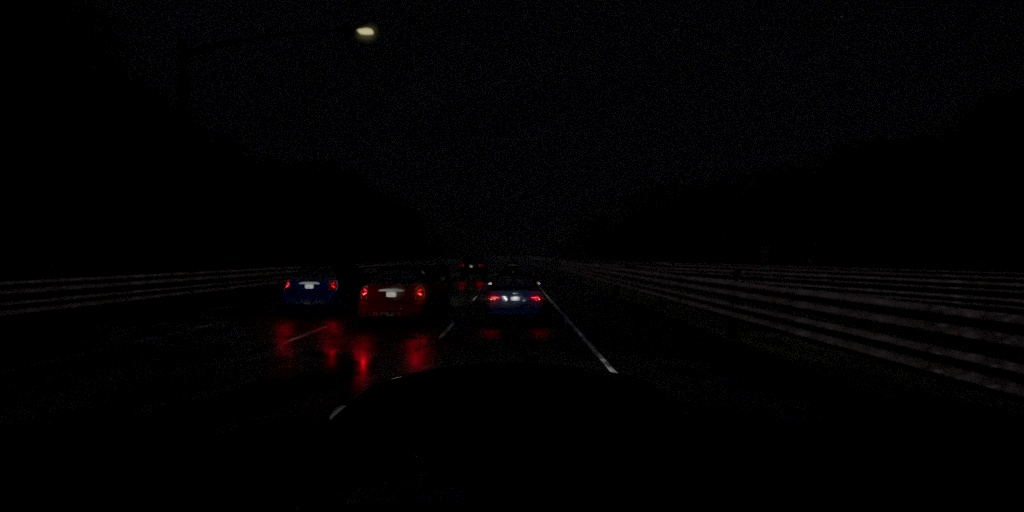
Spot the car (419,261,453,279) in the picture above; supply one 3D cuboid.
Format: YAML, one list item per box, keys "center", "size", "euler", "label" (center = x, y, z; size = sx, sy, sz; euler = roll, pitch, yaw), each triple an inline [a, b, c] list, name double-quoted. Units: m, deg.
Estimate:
- center: [-6.902, 1.246, 33.261]
  size: [2.128, 1.511, 4.902]
  euler: [0, 0, 0]
  label: "car"

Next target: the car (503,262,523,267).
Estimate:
- center: [0.097, 1.281, 34.436]
  size: [1.812, 1.442, 4.674]
  euler: [0, 0, 0]
  label: "car"

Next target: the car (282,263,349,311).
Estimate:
- center: [-6.896, 1.078, 14.329]
  size: [2.097, 1.767, 4.553]
  euler: [1, 0, 0]
  label: "car"

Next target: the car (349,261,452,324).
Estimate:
- center: [-3.394, 1.094, 12.214]
  size: [2.097, 1.767, 4.553]
  euler: [0, 0, 0]
  label: "car"

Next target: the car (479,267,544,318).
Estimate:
- center: [0.098, 1.298, 13.017]
  size: [2.033, 1.411, 5.357]
  euler: [0, 0, 0]
  label: "car"

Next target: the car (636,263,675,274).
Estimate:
- center: [13.403, 1.357, 34.307]
  size: [2.163, 1.488, 4.792]
  euler: [0, 0, -14]
  label: "car"

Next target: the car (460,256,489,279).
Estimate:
- center: [-3.403, 0.976, 32.778]
  size: [2.150, 2.045, 5.566]
  euler: [0, 0, 0]
  label: "car"
